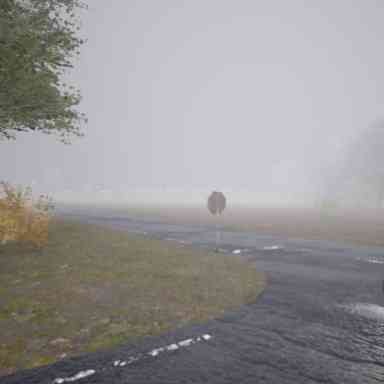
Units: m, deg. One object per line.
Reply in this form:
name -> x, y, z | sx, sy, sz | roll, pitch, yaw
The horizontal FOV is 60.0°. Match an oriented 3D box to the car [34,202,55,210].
car -> -20.670, 1.699, 46.500 | 2.033, 1.411, 5.357 | 1, -1, -36

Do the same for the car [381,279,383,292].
car -> 6.133, 1.682, 7.467 | 4.181, 1.385, 1.994 | 1, -1, -34
